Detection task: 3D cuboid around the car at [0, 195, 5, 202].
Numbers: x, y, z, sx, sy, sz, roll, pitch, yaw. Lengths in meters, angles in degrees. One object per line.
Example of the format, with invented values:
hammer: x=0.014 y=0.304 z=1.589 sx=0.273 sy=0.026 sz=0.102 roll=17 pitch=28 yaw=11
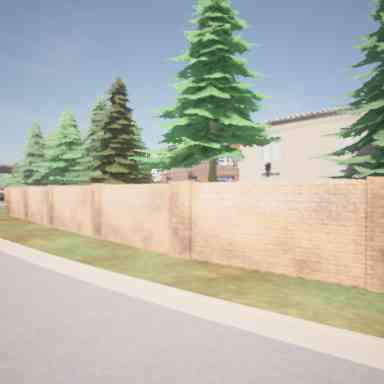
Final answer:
car: x=-36.576 y=1.160 z=63.005 sx=1.994 sy=1.385 sz=4.181 roll=0 pitch=0 yaw=-3
